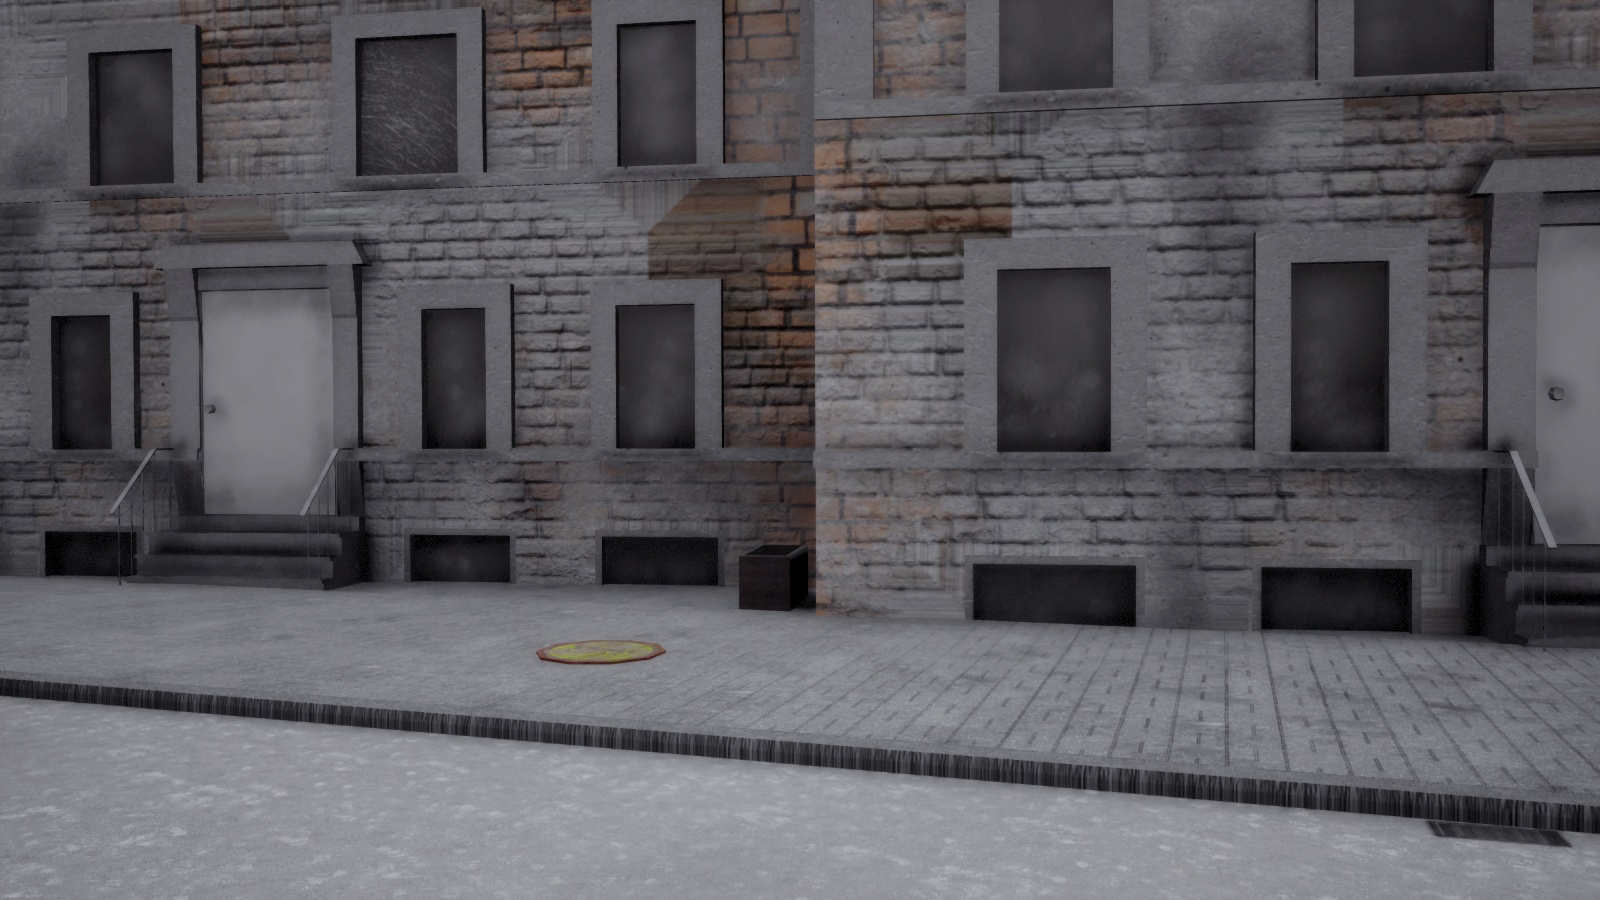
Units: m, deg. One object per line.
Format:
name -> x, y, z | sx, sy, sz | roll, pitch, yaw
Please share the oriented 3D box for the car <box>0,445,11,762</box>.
car -> -6.354, 0.714, 5.857 | 4.892, 1.490, 1.837 | 1, 1, 19
